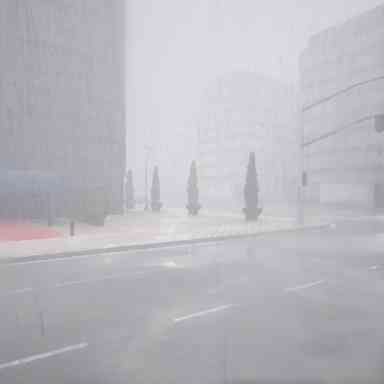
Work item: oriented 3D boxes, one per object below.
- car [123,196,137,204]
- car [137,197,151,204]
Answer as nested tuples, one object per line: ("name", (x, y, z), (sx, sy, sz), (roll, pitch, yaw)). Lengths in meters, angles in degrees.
("car", (-12.668, 1.524, 61.761), (2.128, 1.511, 4.902), (0, 0, -35))
("car", (-9.798, 1.610, 63.765), (2.033, 1.411, 5.357), (0, 0, -35))
